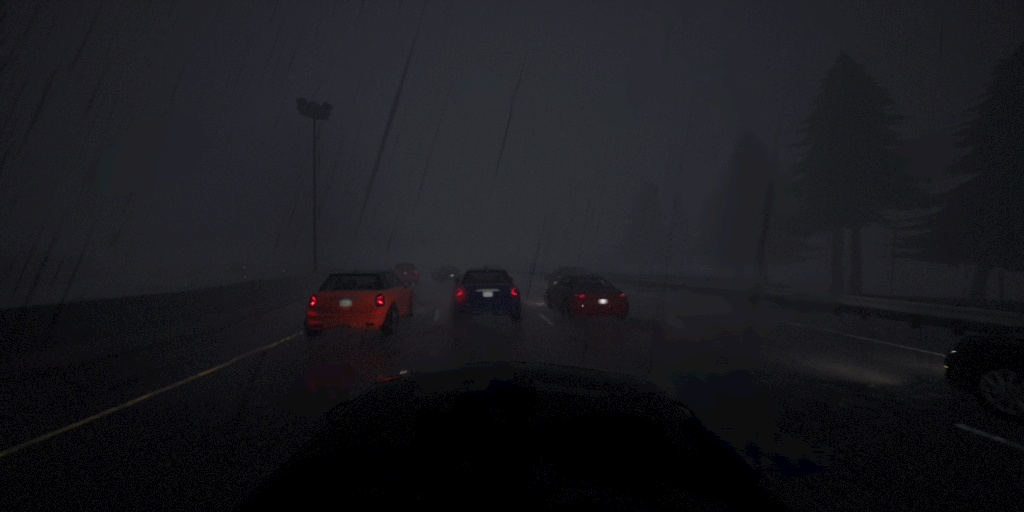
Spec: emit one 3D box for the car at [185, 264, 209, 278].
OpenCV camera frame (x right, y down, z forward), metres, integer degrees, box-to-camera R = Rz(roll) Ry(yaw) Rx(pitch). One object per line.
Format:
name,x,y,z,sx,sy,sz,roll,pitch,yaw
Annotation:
car,-35.793,1.660,40.773,1.882,1.535,5.008,0,-1,-40

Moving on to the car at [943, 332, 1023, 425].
car,6.826,1.219,2.802,1.837,1.490,4.892,0,0,-1

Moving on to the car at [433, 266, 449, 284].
car,-5.331,1.501,29.756,1.994,1.385,4.181,0,0,-20

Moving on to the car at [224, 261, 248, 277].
car,-32.956,1.528,42.814,2.097,1.767,4.553,0,0,-40

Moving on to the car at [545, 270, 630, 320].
car,2.522,1.360,12.883,1.994,1.385,4.181,0,0,-7

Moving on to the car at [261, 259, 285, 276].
car,-29.517,1.388,44.194,2.150,2.045,5.566,0,-1,-39

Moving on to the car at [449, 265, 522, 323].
car,-0.986,1.168,12.705,2.097,1.767,4.553,0,0,-7

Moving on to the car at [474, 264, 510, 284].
car,-1.754,1.443,30.208,1.812,1.442,4.674,0,0,-19

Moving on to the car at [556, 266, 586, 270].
car,3.873,1.397,24.077,2.033,1.411,5.357,0,0,-15

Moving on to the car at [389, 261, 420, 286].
car,-8.719,1.304,28.835,2.097,1.767,4.553,0,0,-20

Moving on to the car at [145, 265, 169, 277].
car,-43.857,1.798,44.270,5.357,1.411,2.033,-1,0,43

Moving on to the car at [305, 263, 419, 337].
car,-4.248,1.177,10.809,2.097,1.767,4.553,0,0,-6
